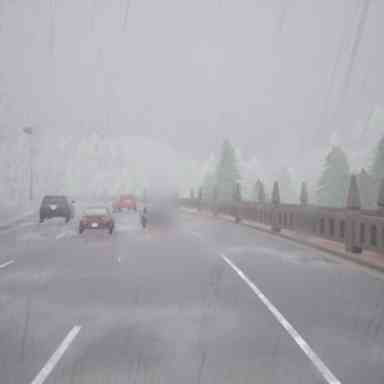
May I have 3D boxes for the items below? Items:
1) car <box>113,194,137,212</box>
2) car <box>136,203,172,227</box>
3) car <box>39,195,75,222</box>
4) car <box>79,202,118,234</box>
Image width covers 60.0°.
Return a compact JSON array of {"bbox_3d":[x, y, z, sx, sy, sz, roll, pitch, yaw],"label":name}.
[{"bbox_3d":[-8.293,1.287,40.734,2.150,2.045,5.566,0,0,-22],"label":"car"},{"bbox_3d":[-2.671,1.620,23.223,1.895,1.301,4.718,0,0,-12],"label":"car"},{"bbox_3d":[-10.776,1.266,26.744,2.150,2.045,5.566,0,0,-16],"label":"car"},{"bbox_3d":[-5.504,1.546,19.579,1.812,1.442,4.674,0,0,-11],"label":"car"}]
